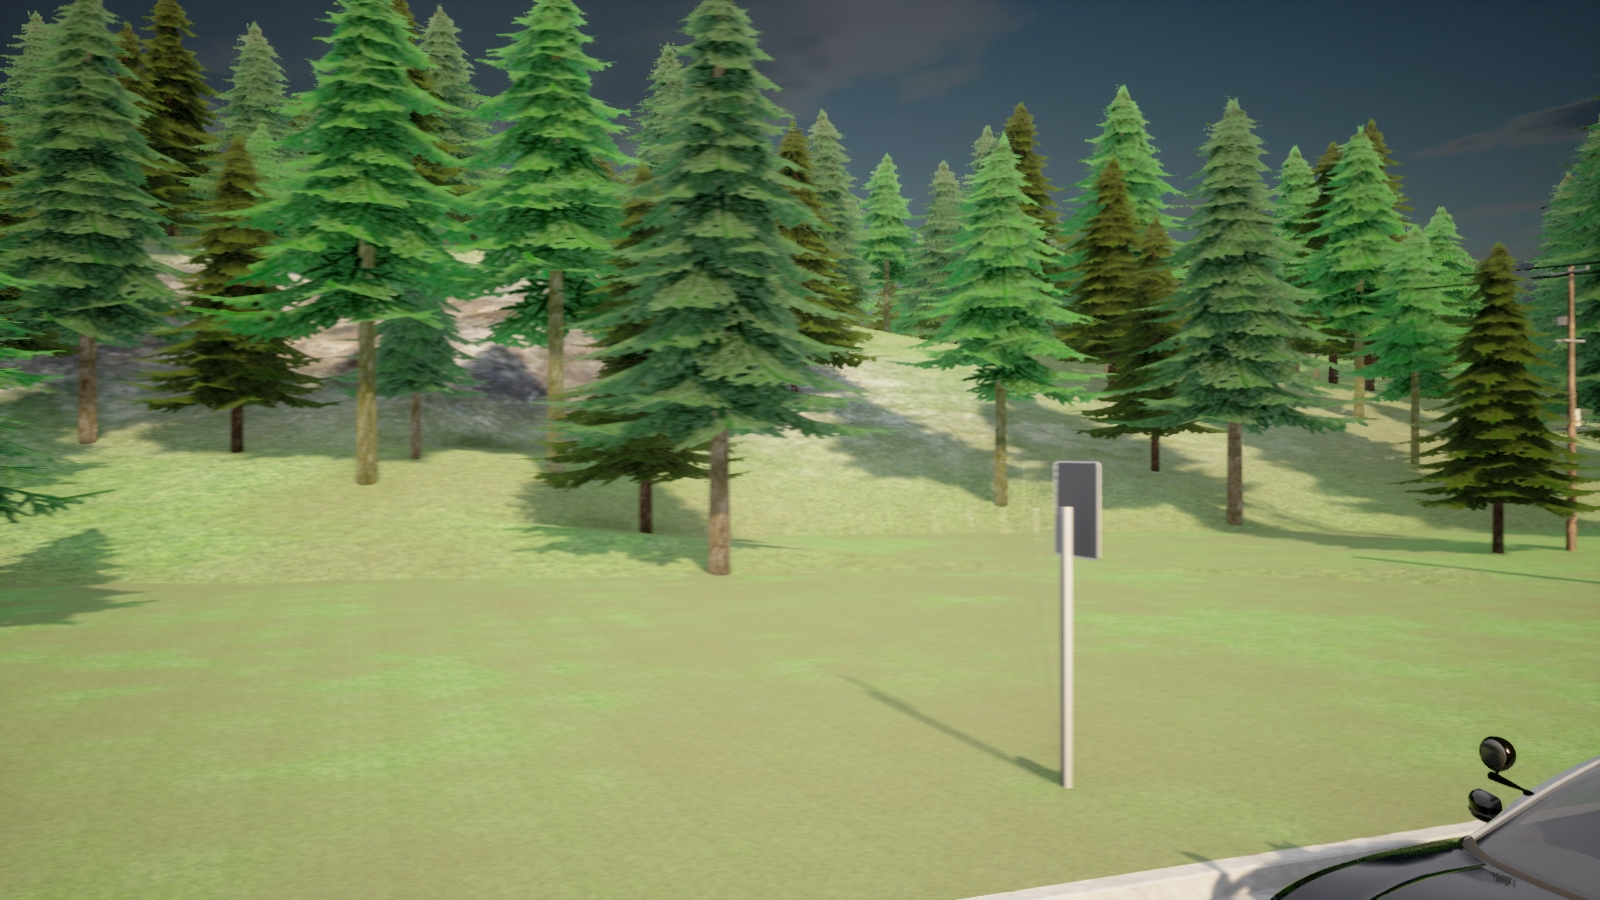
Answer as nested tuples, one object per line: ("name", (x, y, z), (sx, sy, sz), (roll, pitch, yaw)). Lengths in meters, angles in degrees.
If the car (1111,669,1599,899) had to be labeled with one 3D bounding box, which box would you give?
("car", (4.191, 1.982, 4.929), (5.238, 1.638, 2.097), (0, 0, -20))
